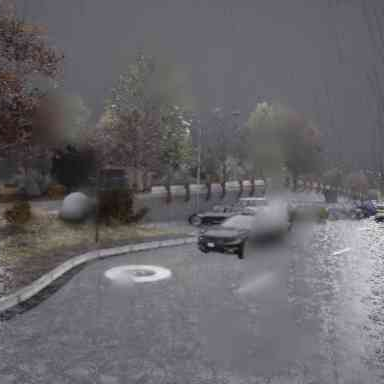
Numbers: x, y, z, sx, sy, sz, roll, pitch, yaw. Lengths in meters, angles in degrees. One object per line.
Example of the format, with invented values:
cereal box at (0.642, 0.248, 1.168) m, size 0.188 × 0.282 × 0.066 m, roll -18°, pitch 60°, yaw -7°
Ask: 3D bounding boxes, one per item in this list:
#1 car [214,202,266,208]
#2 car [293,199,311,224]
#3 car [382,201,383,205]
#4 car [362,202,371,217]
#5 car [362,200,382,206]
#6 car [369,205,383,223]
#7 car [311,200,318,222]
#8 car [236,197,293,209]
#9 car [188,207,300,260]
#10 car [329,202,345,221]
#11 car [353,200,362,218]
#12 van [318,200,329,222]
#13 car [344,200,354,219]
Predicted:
car at (2.109, 1.623, 21.964) m, size 4.792 × 1.488 × 2.163 m, roll 1°, pitch 0°, yaw 22°
car at (6.225, 1.497, 26.451) m, size 5.566 × 2.045 × 2.435 m, roll 1°, pitch -1°, yaw 22°
car at (22.575, 2.354, 44.307) m, size 5.366 × 1.575 × 1.946 m, roll 1°, pitch -1°, yaw 22°
car at (18.377, 2.233, 39.879) m, size 4.792 × 1.488 × 2.163 m, roll 1°, pitch -1°, yaw 22°
car at (20.354, 2.026, 42.145) m, size 5.566 × 2.045 × 2.435 m, roll 1°, pitch 0°, yaw 22°
car at (19.152, 2.282, 31.931) m, size 2.033 × 1.411 × 5.357 m, roll 2°, pitch 0°, yaw 42°
car at (8.192, 1.697, 28.709) m, size 4.553 × 1.767 × 2.185 m, roll 1°, pitch -1°, yaw 22°
car at (4.142, 1.419, 24.209) m, size 5.566 × 2.045 × 2.435 m, roll 1°, pitch 0°, yaw 22°
car at (2.243, 1.576, 13.186) m, size 1.882 × 1.535 × 5.008 m, roll 2°, pitch 0°, yaw 40°
car at (12.265, 1.977, 33.176) m, size 4.892 × 1.521 × 2.231 m, roll 1°, pitch -1°, yaw 22°
car at (16.352, 2.002, 37.639) m, size 4.553 × 1.767 × 2.185 m, roll 1°, pitch 0°, yaw 22°
van at (10.139, 1.671, 30.972) m, size 4.442 × 1.987 × 1.878 m, roll 1°, pitch 0°, yaw 22°
car at (14.327, 1.927, 35.387) m, size 4.553 × 1.767 × 2.185 m, roll 1°, pitch 0°, yaw 22°
